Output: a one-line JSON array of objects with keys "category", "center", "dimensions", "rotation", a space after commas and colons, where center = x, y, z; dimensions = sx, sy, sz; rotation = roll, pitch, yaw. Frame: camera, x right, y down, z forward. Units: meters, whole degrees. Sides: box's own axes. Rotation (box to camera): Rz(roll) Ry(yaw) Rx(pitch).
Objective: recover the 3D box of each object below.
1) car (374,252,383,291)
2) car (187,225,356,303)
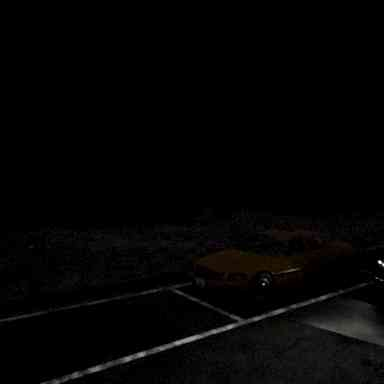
[{"category": "car", "center": [6.107, 1.497, 7.709], "dimensions": [4.902, 1.511, 2.128], "rotation": [0, 0, -35]}, {"category": "car", "center": [2.141, 1.529, 8.176], "dimensions": [4.829, 1.417, 1.752], "rotation": [0, 0, -35]}]
